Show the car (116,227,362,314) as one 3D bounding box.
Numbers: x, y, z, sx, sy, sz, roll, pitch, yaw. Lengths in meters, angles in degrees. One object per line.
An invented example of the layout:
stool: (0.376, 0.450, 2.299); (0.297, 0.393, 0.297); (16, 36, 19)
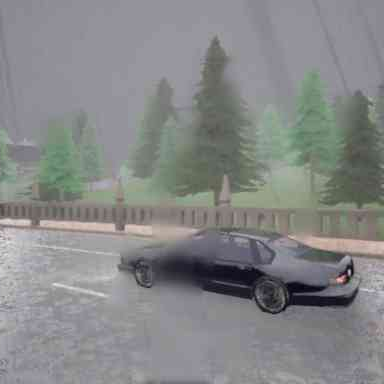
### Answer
car: (0.786, 1.522, 7.493); (5.357, 1.411, 2.033); (0, 0, 33)
